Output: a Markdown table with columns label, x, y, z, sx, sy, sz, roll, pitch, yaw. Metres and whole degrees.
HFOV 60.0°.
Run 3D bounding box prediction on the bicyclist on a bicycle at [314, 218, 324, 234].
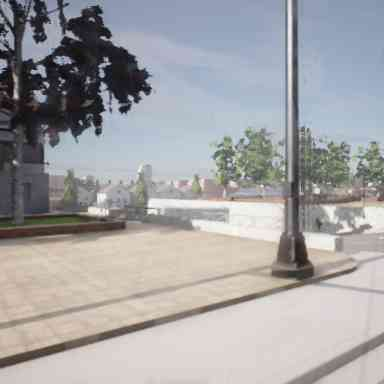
| label | x | y | z | sx | sy | sz | roll | pitch | yaw |
| --- | --- | --- | --- | --- | --- | --- | --- | --- | --- |
| bicyclist on a bicycle | 12.712 | 3.424 | 33.398 | 1.656 | 1.620 | 0.582 | -1 | -8 | -34 |
